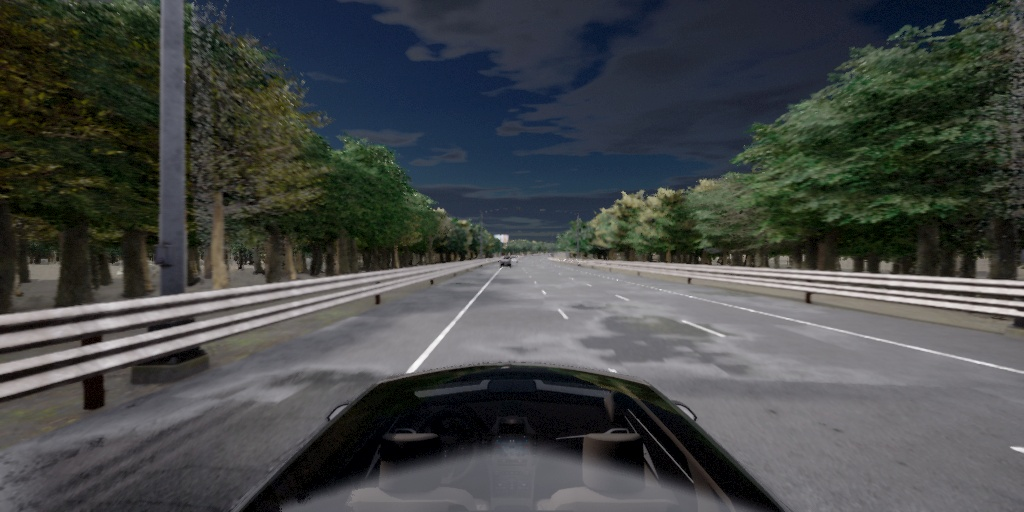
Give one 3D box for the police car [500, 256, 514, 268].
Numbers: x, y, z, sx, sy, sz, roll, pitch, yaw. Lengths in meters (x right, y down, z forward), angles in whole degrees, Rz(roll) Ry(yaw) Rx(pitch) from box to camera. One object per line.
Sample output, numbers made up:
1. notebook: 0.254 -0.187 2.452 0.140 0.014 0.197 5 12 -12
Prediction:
1. police car: -1.051 1.158 60.649 1.930 1.638 5.238 0 0 0
